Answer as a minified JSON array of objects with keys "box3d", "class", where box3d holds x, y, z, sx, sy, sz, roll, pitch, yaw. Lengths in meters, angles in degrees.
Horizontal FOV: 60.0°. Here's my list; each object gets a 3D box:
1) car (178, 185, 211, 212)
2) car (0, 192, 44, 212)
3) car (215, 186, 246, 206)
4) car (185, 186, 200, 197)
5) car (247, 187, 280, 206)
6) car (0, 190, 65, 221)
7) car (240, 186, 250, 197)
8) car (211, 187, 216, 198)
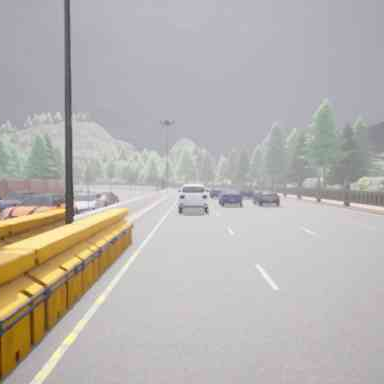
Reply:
[{"box3d":[0.107,0.424,25.925,2.150,2.045,5.566,0,2,0],"class":"car"},{"box3d":[-14.052,0.734,27.279,1.994,1.385,4.181,0,2,0],"class":"car"},{"box3d":[3.604,0.498,31.724,1.882,1.535,5.008,0,1,0],"class":"car"},{"box3d":[-0.033,-0.100,51.740,2.128,1.511,4.902,0,2,-2],"class":"car"},{"box3d":[7.044,0.505,31.866,2.128,1.511,4.902,0,2,0],"class":"car"},{"box3d":[-7.085,0.872,15.725,2.097,1.767,4.553,0,2,0],"class":"car"},{"box3d":[7.021,-0.034,44.842,2.097,1.767,4.553,0,2,0],"class":"car"},{"box3d":[3.528,0.051,46.298,1.882,1.535,5.008,0,2,0],"class":"car"}]
